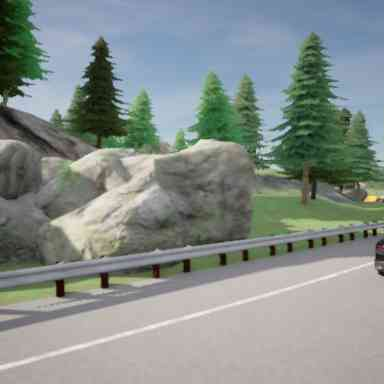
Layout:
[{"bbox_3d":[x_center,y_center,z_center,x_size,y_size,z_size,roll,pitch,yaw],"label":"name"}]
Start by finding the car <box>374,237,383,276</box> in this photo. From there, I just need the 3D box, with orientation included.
[{"bbox_3d":[6.766,1.511,9.205,4.892,1.490,1.837,0,0,-40],"label":"car"}]
